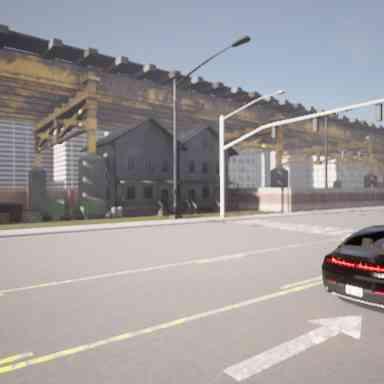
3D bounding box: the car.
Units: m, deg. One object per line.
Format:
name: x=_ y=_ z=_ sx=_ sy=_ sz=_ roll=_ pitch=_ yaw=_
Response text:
car: x=4.799 y=1.457 z=7.183 sx=4.892 sy=1.490 sz=1.837 roll=0 pitch=0 yaw=-35
